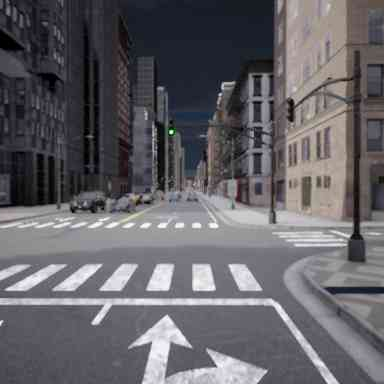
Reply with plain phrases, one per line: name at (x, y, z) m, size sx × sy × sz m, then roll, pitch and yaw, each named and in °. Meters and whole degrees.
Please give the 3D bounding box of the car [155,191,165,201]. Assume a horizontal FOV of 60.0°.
car at (-6.408, 0.753, 64.047) m, size 2.150 × 2.045 × 5.566 m, roll 0°, pitch 0°, yaw 0°

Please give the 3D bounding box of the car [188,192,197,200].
car at (0.101, 0.805, 70.317) m, size 1.812 × 1.442 × 4.674 m, roll 0°, pitch 0°, yaw 0°

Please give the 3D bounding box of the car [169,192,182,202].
car at (-3.164, 1.059, 59.485) m, size 2.033 × 1.411 × 5.357 m, roll 0°, pitch 0°, yaw 0°

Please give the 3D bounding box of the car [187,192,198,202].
car at (0.087, 1.070, 60.314) m, size 1.994 × 1.385 × 4.181 m, roll 0°, pitch 0°, yaw 0°

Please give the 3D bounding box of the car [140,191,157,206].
car at (-6.511, 1.087, 46.441) m, size 1.882 × 1.535 × 5.008 m, roll 0°, pitch 1°, yaw 0°

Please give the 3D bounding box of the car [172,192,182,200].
car at (-3.149, 0.744, 69.905) m, size 1.882 × 1.535 × 5.008 m, roll 0°, pitch 0°, yaw 0°

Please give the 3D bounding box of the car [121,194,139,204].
car at (-9.719, 1.040, 52.711) m, size 1.882 × 1.535 × 5.008 m, roll 0°, pitch 0°, yaw 1°

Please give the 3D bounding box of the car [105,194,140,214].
car at (-6.549, 1.223, 31.766) m, size 1.837 × 1.490 × 4.892 m, roll 0°, pitch 1°, yaw 0°

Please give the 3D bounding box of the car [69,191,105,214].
car at (-9.798, 0.941, 31.878) m, size 2.150 × 2.045 × 5.566 m, roll 0°, pitch 0°, yaw 0°
